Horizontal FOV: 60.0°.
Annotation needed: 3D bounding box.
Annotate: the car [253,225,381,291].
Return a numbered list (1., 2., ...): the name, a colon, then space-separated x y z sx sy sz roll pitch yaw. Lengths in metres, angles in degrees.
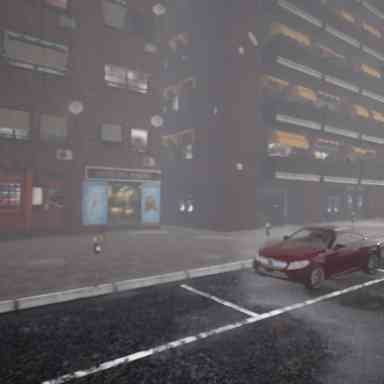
1. car: 3.531 1.591 9.023 4.206 1.307 1.802 0 1 -35
